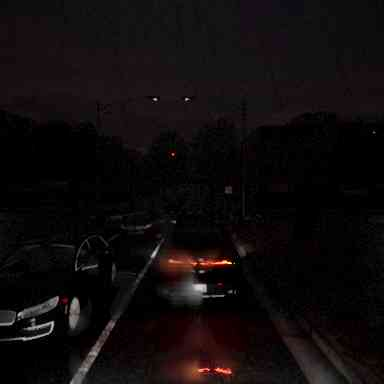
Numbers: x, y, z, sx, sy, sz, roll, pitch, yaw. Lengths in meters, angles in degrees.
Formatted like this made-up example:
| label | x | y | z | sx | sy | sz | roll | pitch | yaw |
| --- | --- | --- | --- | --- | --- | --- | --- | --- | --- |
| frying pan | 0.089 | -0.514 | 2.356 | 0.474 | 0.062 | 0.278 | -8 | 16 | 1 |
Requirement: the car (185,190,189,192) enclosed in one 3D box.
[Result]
| label | x | y | z | sx | sy | sz | roll | pitch | yaw |
| --- | --- | --- | --- | --- | --- | --- | --- | --- | --- |
| car | -2.517 | 1.129 | 94.056 | 2.192 | 1.841 | 5.009 | -1 | 1 | 0 |

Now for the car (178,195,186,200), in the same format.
| label | x | y | z | sx | sy | sz | roll | pitch | yaw |
| --- | --- | --- | --- | --- | --- | --- | --- | --- | --- |
| car | -2.523 | 1.426 | 88.507 | 2.008 | 1.369 | 4.403 | -1 | 0 | 0 |

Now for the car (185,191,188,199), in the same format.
| label | x | y | z | sx | sy | sz | roll | pitch | yaw |
| --- | --- | --- | --- | --- | --- | --- | --- | --- | --- |
| car | -2.557 | 1.305 | 71.886 | 2.192 | 1.841 | 5.009 | -1 | 0 | 0 |

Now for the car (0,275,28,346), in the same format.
| label | x | y | z | sx | sy | sz | roll | pitch | yaw |
| --- | --- | --- | --- | --- | --- | --- | --- | --- | --- |
| car | -2.657 | 1.550 | 1.066 | 2.008 | 1.369 | 4.403 | -2 | 0 | 0 |

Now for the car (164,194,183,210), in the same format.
| label | x | y | z | sx | sy | sz | roll | pitch | yaw |
| --- | --- | --- | --- | --- | --- | --- | --- | --- | --- |
| car | -2.600 | 1.482 | 44.187 | 1.967 | 1.590 | 4.097 | -2 | 0 | 0 |

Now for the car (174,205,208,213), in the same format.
| label | x | y | z | sx | sy | sz | roll | pitch | yaw |
| --- | --- | --- | --- | --- | --- | --- | --- | --- | --- |
| car | 0.157 | 1.601 | 18.597 | 1.895 | 1.301 | 4.718 | 0 | 0 | 1 |

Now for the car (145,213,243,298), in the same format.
| label | x | y | z | sx | sy | sz | roll | pitch | yaw |
| --- | --- | --- | --- | --- | --- | --- | --- | --- | --- |
| car | 0.116 | 1.501 | 8.466 | 1.837 | 1.490 | 4.892 | 0 | 0 | 0 |

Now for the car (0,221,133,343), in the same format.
| label | x | y | z | sx | sy | sz | roll | pitch | yaw |
| --- | --- | --- | --- | --- | --- | --- | --- | --- | --- |
| car | -2.650 | 1.548 | 6.515 | 2.008 | 1.369 | 4.403 | -2 | 0 | 0 |

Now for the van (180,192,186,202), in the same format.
| label | x | y | z | sx | sy | sz | roll | pitch | yaw |
| --- | --- | --- | --- | --- | --- | --- | --- | --- | --- |
| van | -2.564 | 1.357 | 66.343 | 1.690 | 1.788 | 3.998 | -1 | 0 | 0 |

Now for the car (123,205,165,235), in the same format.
| label | x | y | z | sx | sy | sz | roll | pitch | yaw |
| --- | --- | --- | --- | --- | --- | --- | --- | --- | --- |
| car | -2.633 | 1.581 | 17.410 | 1.802 | 1.307 | 4.206 | -2 | 0 | 0 |
